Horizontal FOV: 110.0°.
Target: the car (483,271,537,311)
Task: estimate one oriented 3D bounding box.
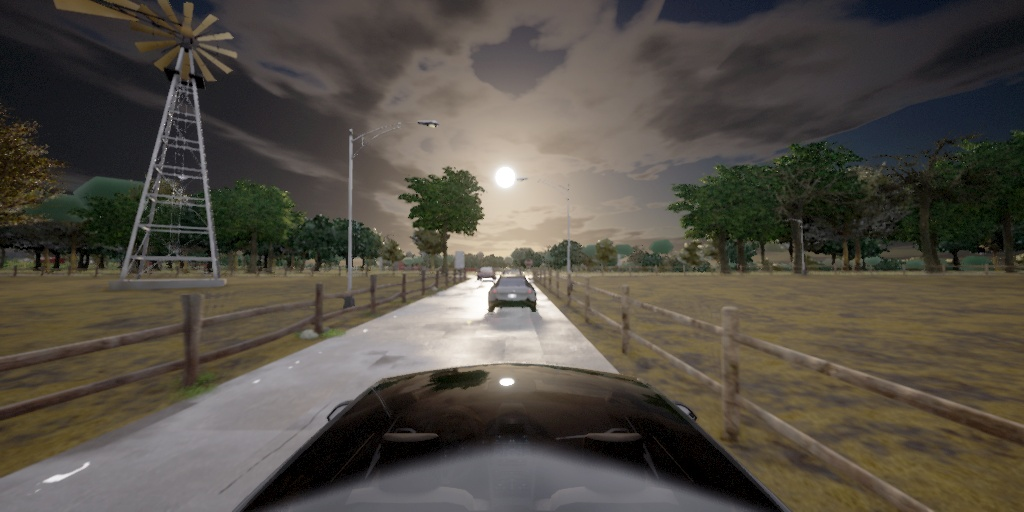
[{"bbox_3d":[0.024,1.498,15.437,1.994,1.385,4.181,0,-1,0],"label":"car"}]

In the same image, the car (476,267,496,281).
[{"bbox_3d":[-2.755,1.915,39.059,1.812,1.442,4.674,0,-1,1],"label":"car"}]
